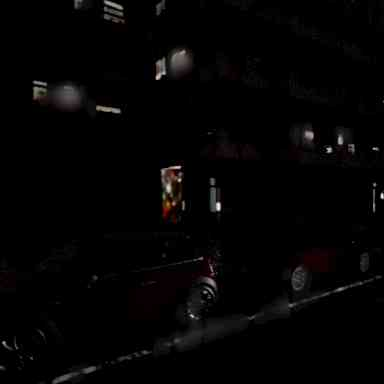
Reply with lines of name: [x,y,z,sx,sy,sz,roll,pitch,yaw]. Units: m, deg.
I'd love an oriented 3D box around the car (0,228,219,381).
car: [-1.601,1.426,5.410,4.097,1.590,1.967,-1,1,-36]

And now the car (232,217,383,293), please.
car: [3.030,1.486,8.715,4.507,1.381,1.887,-1,1,-36]

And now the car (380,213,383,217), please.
car: [7.660,1.336,12.018,4.097,1.590,1.967,-1,1,-36]
